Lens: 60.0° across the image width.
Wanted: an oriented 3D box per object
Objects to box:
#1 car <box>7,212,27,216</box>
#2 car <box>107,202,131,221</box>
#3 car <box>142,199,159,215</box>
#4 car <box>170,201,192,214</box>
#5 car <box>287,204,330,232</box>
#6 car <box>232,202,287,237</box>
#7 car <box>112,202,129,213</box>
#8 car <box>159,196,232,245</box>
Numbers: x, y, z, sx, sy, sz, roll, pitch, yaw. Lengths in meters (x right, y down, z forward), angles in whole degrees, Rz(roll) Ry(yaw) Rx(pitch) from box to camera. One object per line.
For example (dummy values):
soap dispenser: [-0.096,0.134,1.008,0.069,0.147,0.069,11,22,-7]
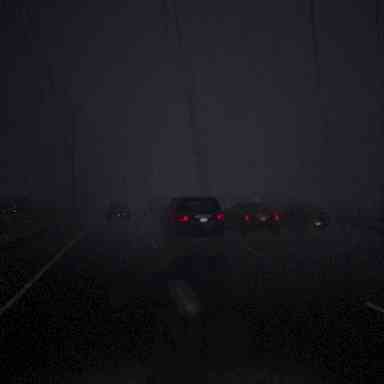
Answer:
car: [-18.307,1.471,34.113,2.150,2.045,5.566,0,-1,-11]
car: [-6.190,1.611,28.221,2.128,1.511,4.902,0,-1,-11]
car: [-4.414,1.580,36.995,2.097,1.767,4.553,0,0,-12]
car: [-1.389,1.774,39.663,1.812,1.442,4.674,0,-1,-11]
car: [6.214,1.490,20.010,2.128,1.511,4.902,0,0,-12]
car: [3.005,1.350,18.236,2.097,1.767,4.553,0,0,-12]
car: [-9.087,1.922,42.359,1.895,1.301,4.718,0,-1,-12]
car: [-0.088,1.218,15.898,2.150,2.045,5.566,0,0,-12]
